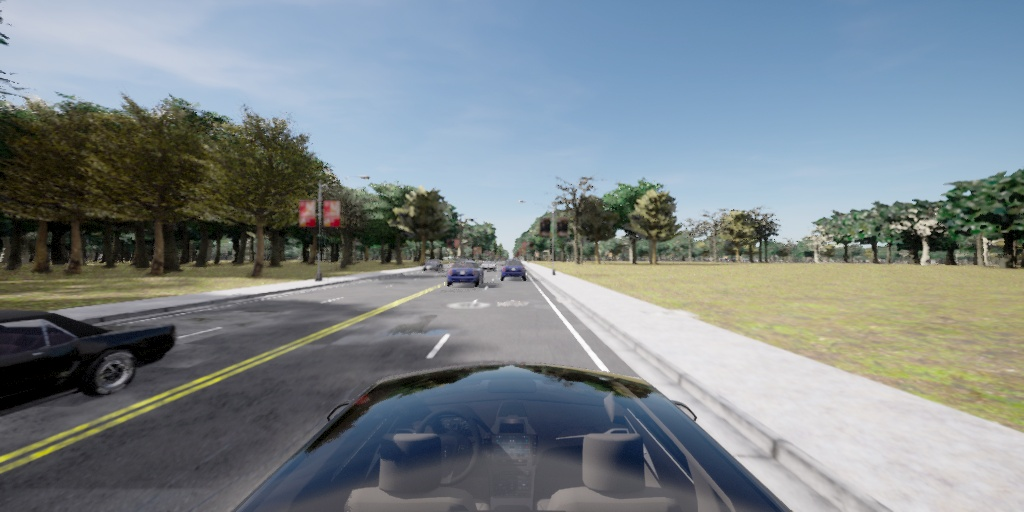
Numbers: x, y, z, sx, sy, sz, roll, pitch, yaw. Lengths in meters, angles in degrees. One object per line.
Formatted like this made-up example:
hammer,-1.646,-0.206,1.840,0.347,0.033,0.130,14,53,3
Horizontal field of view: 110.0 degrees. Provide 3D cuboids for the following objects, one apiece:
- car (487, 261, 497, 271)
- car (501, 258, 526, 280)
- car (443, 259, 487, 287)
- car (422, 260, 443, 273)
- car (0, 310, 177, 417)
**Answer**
car,-3.113,1.368,49.342,1.895,1.301,4.718,0,0,0
car,0.121,1.110,31.251,2.097,1.767,4.553,0,0,0
car,-3.134,1.106,24.928,2.097,1.767,4.553,0,0,0
car,-9.802,1.252,44.740,2.128,1.511,4.902,0,0,0
car,-6.603,1.348,3.796,1.895,1.301,4.718,0,0,0
